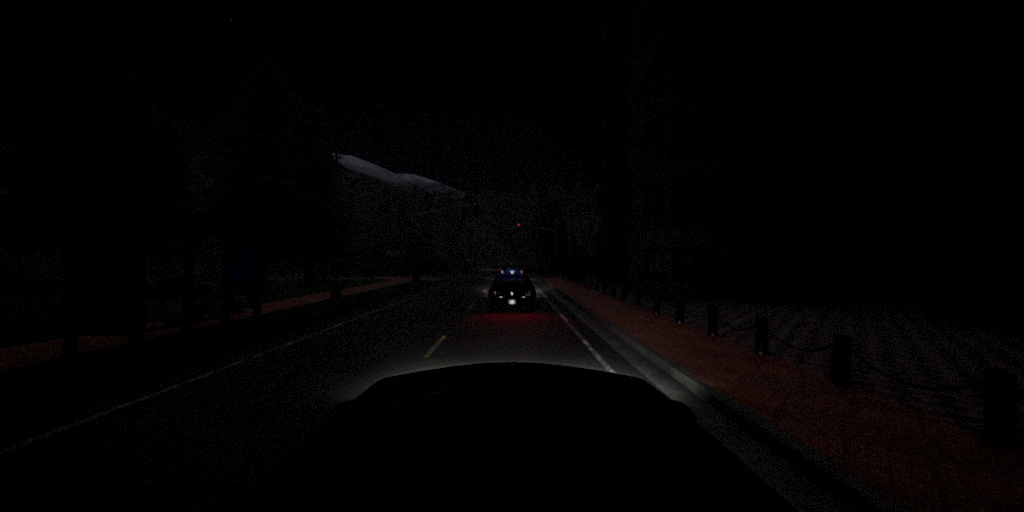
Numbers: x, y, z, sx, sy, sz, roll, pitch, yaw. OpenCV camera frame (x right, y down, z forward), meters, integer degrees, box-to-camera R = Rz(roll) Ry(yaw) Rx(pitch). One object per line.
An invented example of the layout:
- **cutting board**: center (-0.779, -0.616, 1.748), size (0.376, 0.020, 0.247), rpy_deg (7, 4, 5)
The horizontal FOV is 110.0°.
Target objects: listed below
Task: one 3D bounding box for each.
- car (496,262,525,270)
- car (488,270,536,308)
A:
- **car**: center (0.026, 1.373, 30.929), size (2.097, 1.767, 4.553), rpy_deg (0, -1, 1)
- **car**: center (0.008, 1.484, 15.954), size (1.895, 1.301, 4.718), rpy_deg (0, 0, 0)
